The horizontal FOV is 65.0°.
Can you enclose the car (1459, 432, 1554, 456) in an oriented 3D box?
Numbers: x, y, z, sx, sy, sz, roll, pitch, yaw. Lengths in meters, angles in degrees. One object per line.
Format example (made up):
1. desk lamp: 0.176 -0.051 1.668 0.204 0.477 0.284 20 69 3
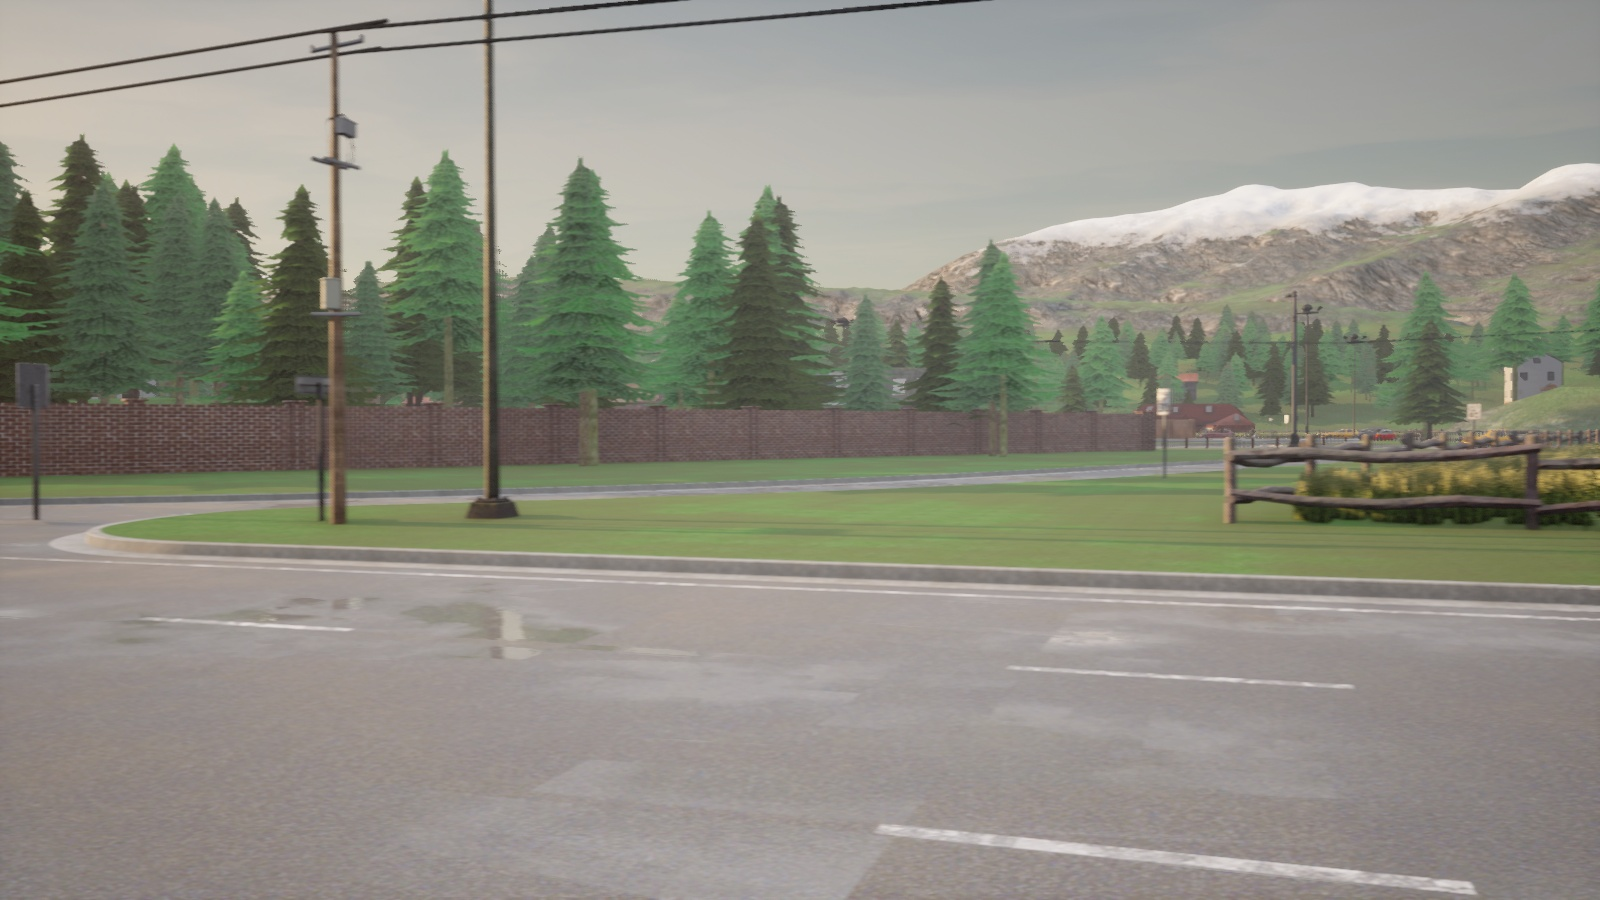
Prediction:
1. car: 47.801 -0.416 85.082 5.366 1.575 1.801 1 1 18
